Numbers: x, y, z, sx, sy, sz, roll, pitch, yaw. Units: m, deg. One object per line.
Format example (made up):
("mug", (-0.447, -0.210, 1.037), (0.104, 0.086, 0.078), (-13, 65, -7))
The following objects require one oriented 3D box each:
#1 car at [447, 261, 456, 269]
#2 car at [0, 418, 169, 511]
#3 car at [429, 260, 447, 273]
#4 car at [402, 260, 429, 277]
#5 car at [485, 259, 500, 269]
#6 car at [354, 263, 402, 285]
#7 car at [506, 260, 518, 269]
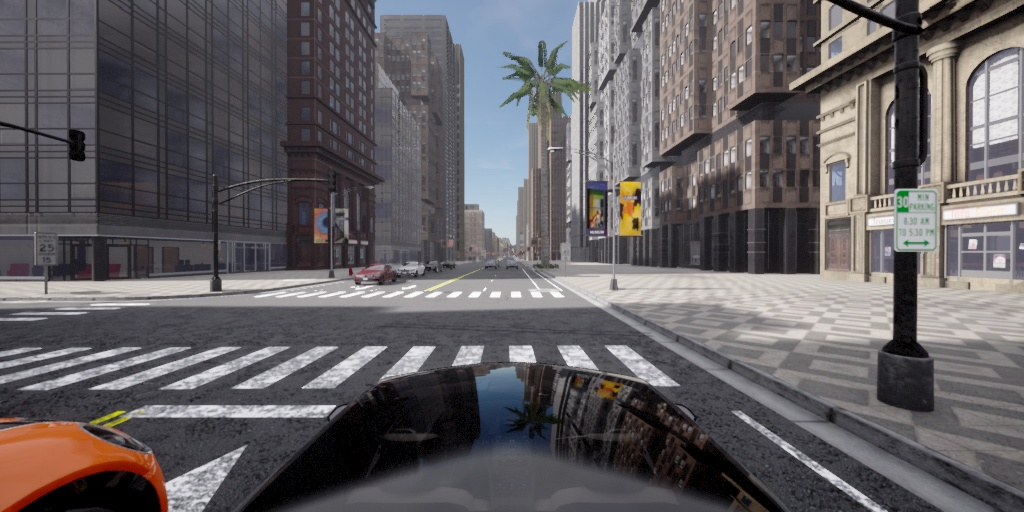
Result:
("car", (-9.791, 1.377, 54.836), (1.895, 1.301, 4.718), (0, 0, 0))
("car", (-3.150, 1.103, 0.269), (2.097, 1.767, 4.553), (0, 0, 0))
("car", (-9.836, 1.266, 44.536), (1.837, 1.490, 4.892), (0, 0, 0))
("car", (-9.839, 1.280, 35.280), (1.812, 1.442, 4.674), (0, 0, 0))
("car", (-3.236, 1.325, 55.749), (2.033, 1.411, 5.357), (0, 0, 0))
("car", (-9.846, 1.277, 26.288), (1.812, 1.442, 4.674), (0, 0, -1))
("car", (0.014, 1.325, 55.747), (2.033, 1.411, 5.357), (0, 0, 0))
